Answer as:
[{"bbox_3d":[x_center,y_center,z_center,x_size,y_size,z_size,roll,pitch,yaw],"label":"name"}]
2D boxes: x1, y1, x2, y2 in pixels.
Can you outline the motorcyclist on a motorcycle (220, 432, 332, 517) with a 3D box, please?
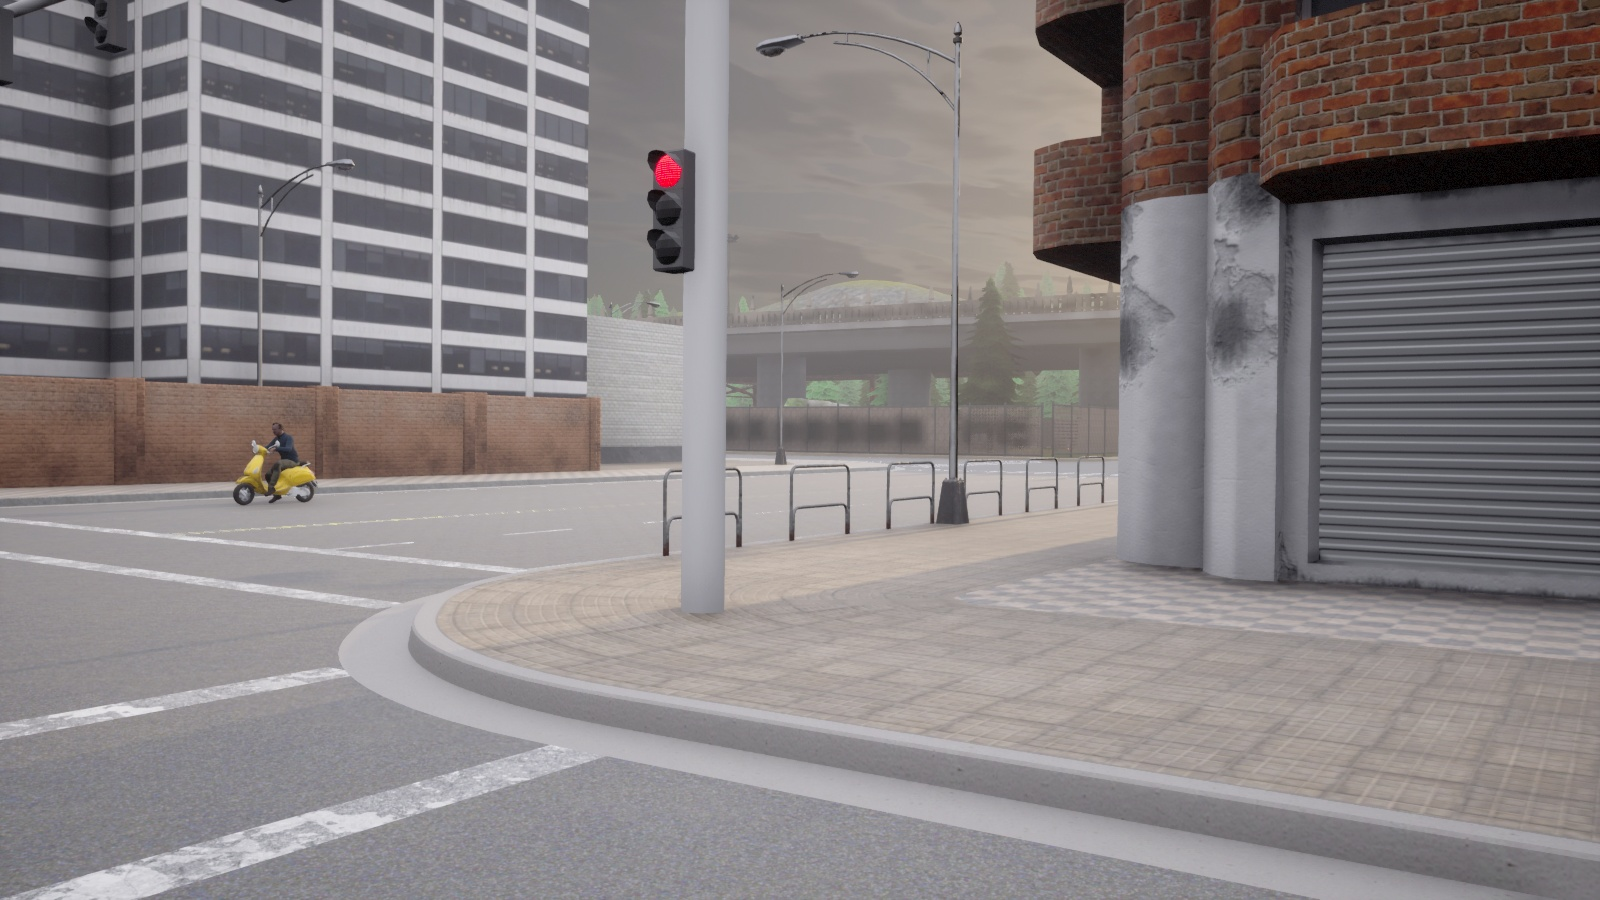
[{"bbox_3d":[-10.189,0.443,24.478,0.866,1.590,1.817,0,1,33],"label":"motorcyclist on a motorcycle"}]
